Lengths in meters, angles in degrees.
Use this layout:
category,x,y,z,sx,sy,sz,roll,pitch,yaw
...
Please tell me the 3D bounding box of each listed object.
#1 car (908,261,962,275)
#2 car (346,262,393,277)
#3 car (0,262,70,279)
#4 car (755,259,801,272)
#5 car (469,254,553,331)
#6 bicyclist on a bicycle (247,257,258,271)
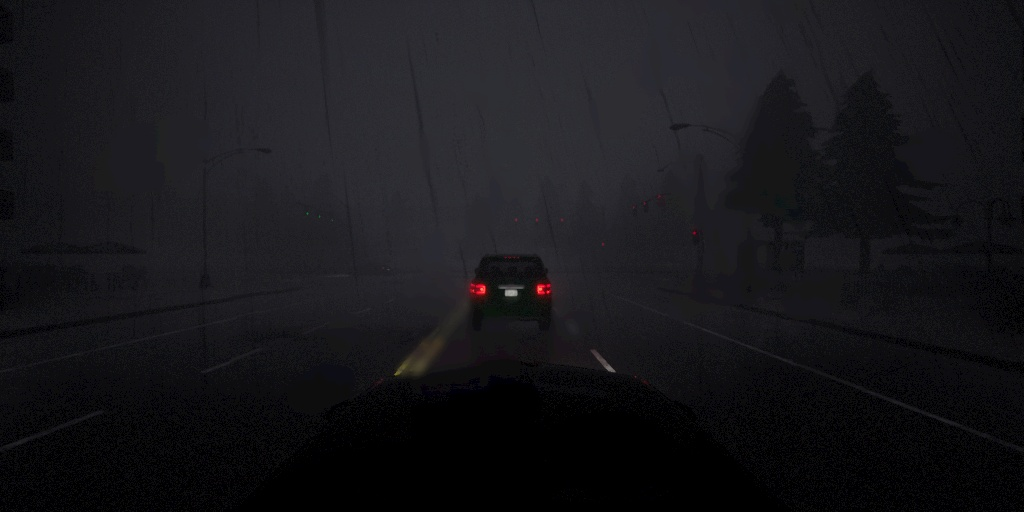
category,x,y,z,sx,sy,sz,roll,pitch,yaw
car,40.576,1.208,34.240,5.357,1.411,2.033,0,0,9
car,-13.363,1.228,33.644,4.181,1.385,1.994,0,0,15
car,-35.784,1.174,26.843,4.892,1.490,1.837,0,0,-4
car,28.189,1.135,38.229,5.008,1.535,1.882,0,0,1
car,-0.020,0.962,11.085,2.150,2.045,5.566,0,0,0
bicyclist on a bicycle,-30.097,0.955,41.601,0.582,1.620,1.656,0,0,0
